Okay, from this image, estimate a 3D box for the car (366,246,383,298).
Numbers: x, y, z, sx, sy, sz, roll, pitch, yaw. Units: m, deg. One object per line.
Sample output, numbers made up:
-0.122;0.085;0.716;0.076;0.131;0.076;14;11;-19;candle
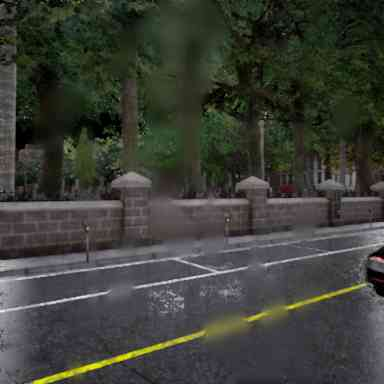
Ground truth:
5.743;1.517;7.271;4.902;1.511;2.128;0;0;-35;car
